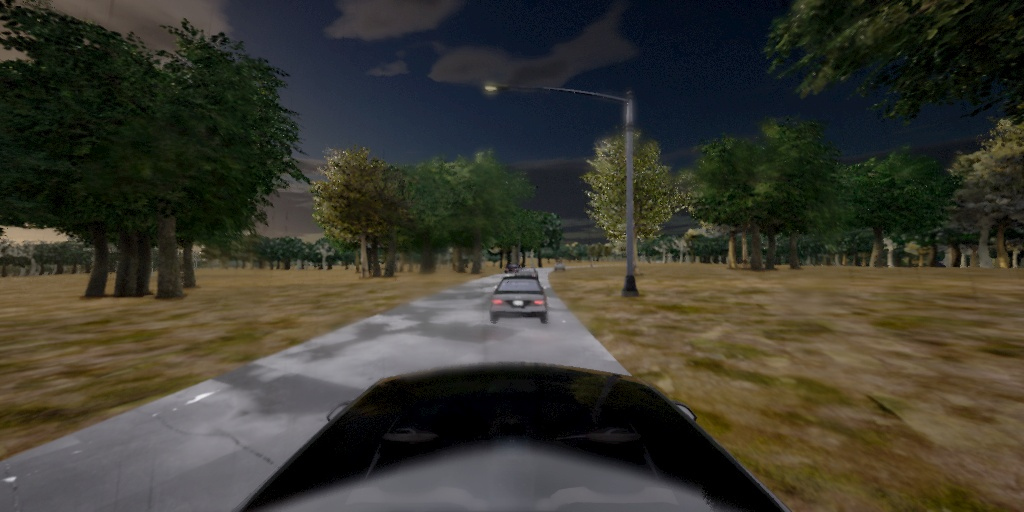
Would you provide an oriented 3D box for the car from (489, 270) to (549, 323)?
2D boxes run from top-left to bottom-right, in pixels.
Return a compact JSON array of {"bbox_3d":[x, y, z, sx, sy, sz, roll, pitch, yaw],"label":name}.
[{"bbox_3d":[0.285,1.401,12.647,2.033,1.411,5.357,0,-1,2],"label":"car"}]

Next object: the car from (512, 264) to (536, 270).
[{"bbox_3d":[1.315,1.645,30.846,1.895,1.301,4.718,0,-1,5],"label":"car"}]

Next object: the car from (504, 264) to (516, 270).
[{"bbox_3d":[0.125,1.824,50.075,1.994,1.385,4.181,0,-1,8],"label":"car"}]
